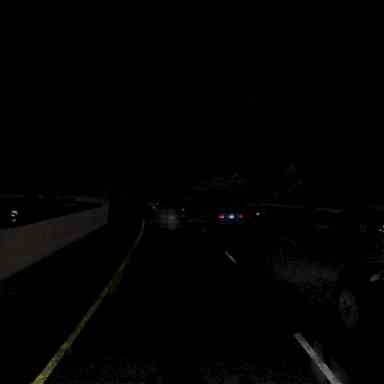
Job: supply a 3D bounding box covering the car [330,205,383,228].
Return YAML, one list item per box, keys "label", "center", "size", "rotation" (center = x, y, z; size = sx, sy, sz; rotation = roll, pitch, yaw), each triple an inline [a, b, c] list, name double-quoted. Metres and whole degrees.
- label: "car"
  center: [9.513, 1.485, 18.433]
  size: [1.837, 1.490, 4.892]
  rotation: [0, 0, -6]

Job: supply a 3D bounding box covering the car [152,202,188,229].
- label: "car"
  center: [-1.408, 1.559, 21.591]
  size: [1.994, 1.385, 4.181]
  rotation: [0, 0, -7]

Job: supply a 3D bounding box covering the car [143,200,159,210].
- label: "car"
  center: [-5.092, 1.594, 41.958]
  size: [1.895, 1.301, 4.718]
  rotation: [0, 0, -13]

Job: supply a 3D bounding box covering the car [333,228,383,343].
- label: "car"
  center: [3.437, 1.485, 3.859]
  size: [2.128, 1.511, 4.902]
  rotation: [0, 0, -1]

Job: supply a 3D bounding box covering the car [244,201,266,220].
- label: "car"
  center: [4.752, 1.510, 28.101]
  size: [1.812, 1.442, 4.674]
  rotation: [0, 0, -9]

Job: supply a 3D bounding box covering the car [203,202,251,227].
- label: "car"
  center: [2.048, 1.537, 22.488]
  size: [2.033, 1.411, 5.357]
  rotation: [0, 0, -7]
